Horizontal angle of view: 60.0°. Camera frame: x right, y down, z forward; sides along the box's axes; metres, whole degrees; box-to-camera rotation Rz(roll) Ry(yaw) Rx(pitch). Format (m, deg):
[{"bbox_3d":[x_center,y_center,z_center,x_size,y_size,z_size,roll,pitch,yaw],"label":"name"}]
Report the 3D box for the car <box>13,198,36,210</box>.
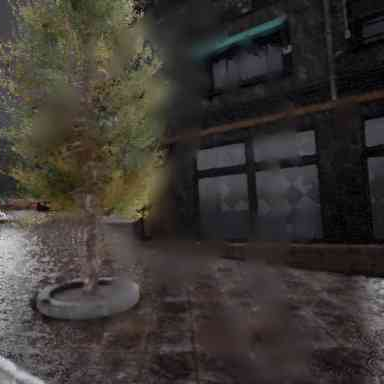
[{"bbox_3d":[-26.625,1.950,54.634,2.435,2.045,5.566,-4,-1,15],"label":"car"}]
